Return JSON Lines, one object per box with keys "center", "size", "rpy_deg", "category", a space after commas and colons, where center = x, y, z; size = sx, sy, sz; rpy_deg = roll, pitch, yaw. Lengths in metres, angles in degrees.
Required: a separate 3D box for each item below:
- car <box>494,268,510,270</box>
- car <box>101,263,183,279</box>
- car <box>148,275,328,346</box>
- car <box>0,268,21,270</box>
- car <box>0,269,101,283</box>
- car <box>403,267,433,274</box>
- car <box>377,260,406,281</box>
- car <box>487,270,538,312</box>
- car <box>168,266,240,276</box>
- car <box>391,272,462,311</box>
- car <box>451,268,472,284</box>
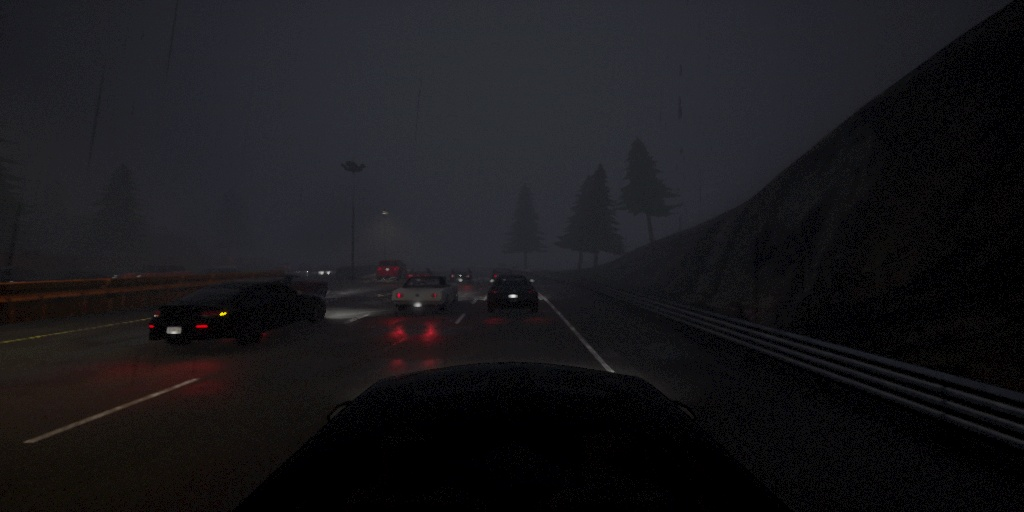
{"center": [-0.939, 1.709, 31.621], "size": [1.895, 1.301, 4.718], "rpy_deg": [0, -1, -6], "category": "car"}
{"center": [-25.167, 1.383, 25.203], "size": [2.097, 1.767, 4.553], "rpy_deg": [0, -1, -5], "category": "car"}
{"center": [-6.919, 1.370, 9.638], "size": [1.812, 1.442, 4.674], "rpy_deg": [0, 0, 0], "category": "car"}
{"center": [-31.949, 1.499, 22.065], "size": [1.837, 1.490, 4.892], "rpy_deg": [0, -1, -4], "category": "car"}
{"center": [-28.480, 1.605, 22.993], "size": [1.895, 1.301, 4.718], "rpy_deg": [0, -1, -4], "category": "car"}
{"center": [-7.969, 1.709, 31.617], "size": [1.895, 1.301, 4.718], "rpy_deg": [0, -1, -6], "category": "car"}
{"center": [-12.004, 1.384, 36.074], "size": [2.150, 2.045, 5.566], "rpy_deg": [0, -1, -8], "category": "car"}
{"center": [0.009, 1.475, 15.192], "size": [1.994, 1.385, 4.181], "rpy_deg": [0, -1, -1], "category": "car"}
{"center": [-21.716, 1.593, 26.416], "size": [2.033, 1.411, 5.357], "rpy_deg": [0, -1, -5], "category": "car"}
{"center": [-3.483, 1.514, 15.330], "size": [1.895, 1.301, 4.718], "rpy_deg": [0, -1, -1], "category": "car"}
{"center": [-4.455, 1.708, 31.601], "size": [1.895, 1.301, 4.718], "rpy_deg": [0, -1, -6], "category": "car"}
